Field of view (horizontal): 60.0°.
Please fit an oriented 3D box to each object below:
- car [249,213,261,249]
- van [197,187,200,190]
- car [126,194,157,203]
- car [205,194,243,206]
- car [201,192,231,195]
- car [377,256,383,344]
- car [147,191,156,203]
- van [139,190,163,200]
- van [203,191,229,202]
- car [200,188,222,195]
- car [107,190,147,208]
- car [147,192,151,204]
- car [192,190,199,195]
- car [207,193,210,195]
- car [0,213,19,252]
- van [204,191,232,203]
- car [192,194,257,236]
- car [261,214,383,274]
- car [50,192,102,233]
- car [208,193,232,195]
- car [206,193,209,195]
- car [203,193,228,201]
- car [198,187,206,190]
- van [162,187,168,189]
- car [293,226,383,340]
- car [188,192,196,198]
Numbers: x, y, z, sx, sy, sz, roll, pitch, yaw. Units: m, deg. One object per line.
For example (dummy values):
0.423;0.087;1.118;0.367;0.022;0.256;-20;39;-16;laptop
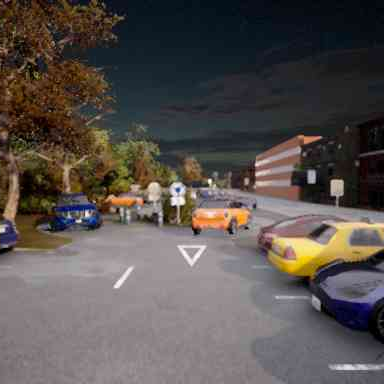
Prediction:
4.519;1.470;11.100;4.674;1.452;2.002;-1;0;0;car
4.339;-0.046;93.780;4.442;1.987;1.878;0;1;0;van
-8.175;1.033;54.070;4.792;1.488;2.163;0;0;0;car
4.359;1.057;45.737;5.008;1.535;2.097;0;0;0;car
4.163;1.072;42.911;5.366;1.575;1.946;0;0;0;car
4.536;1.507;2.892;4.674;1.452;2.002;0;0;0;car
-8.224;1.040;48.547;4.892;1.521;2.231;0;0;0;car
-8.058;0.632;65.502;4.442;1.987;1.878;0;1;0;van
4.267;0.739;59.742;4.442;1.987;1.878;0;1;0;van
4.394;0.770;51.386;5.566;2.045;2.435;0;0;0;car
-8.206;0.967;40.075;4.553;1.767;2.185;0;0;0;car
-8.226;1.075;42.775;5.008;1.535;2.097;0;0;0;car
-0.010;0.835;68.419;1.812;1.442;4.674;0;1;0;car
4.334;1.152;37.260;4.674;1.452;2.002;0;0;0;car
-8.515;1.303;11.238;4.553;1.767;2.185;0;0;0;car
4.255;0.778;54.212;4.442;1.987;1.878;0;0;0;van
1.719;1.193;17.716;2.097;1.767;4.553;-2;-2;24;car
4.721;1.439;8.458;5.366;1.575;1.946;0;0;0;car
-7.025;1.088;19.515;2.150;2.045;5.566;-3;2;-26;car
4.301;1.159;34.433;4.792;1.488;2.163;0;0;0;car
4.340;1.134;40.085;4.674;1.452;2.002;0;0;0;car
4.387;0.961;62.703;4.674;1.452;2.002;0;1;0;car
4.400;0.325;82.483;4.553;1.767;2.185;0;1;0;car
-8.274;0.429;73.972;4.442;1.987;1.878;0;1;0;van
4.508;1.484;5.675;4.792;1.488;2.163;0;0;0;car
0.006;0.590;77.254;1.895;1.301;4.718;0;1;0;car
